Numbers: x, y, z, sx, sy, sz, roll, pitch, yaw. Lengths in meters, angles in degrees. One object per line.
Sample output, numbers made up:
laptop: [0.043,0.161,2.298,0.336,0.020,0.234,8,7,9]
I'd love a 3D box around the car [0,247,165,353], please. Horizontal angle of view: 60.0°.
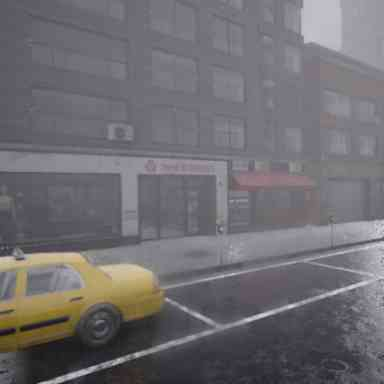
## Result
car: [-2.743,1.523,4.704,4.829,1.417,1.752,0,-1,-35]
